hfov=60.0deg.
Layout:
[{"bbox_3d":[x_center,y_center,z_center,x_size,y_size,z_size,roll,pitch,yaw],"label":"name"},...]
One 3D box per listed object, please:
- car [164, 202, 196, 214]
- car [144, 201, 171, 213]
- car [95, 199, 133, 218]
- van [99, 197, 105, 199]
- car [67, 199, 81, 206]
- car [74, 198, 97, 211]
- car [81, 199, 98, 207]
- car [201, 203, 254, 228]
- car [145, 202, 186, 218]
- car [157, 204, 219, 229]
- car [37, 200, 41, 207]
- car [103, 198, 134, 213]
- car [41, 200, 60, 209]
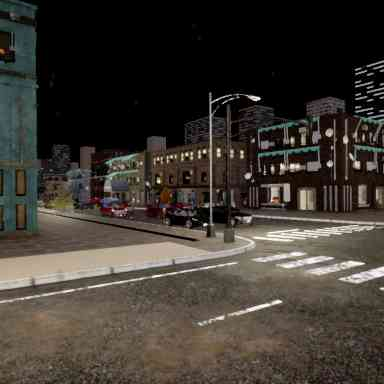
[{"bbox_3d":[-1.464,1.904,40.023,1.802,1.307,4.206,-2,0,-35],"label":"car"},{"bbox_3d":[-4.663,1.966,44.539,1.802,1.307,4.206,-1,0,-35],"label":"car"},{"bbox_3d":[-8.304,1.846,35.175,1.967,1.590,4.097,-1,0,-35],"label":"car"},{"bbox_3d":[-14.270,1.907,58.087,1.690,1.788,3.998,-1,0,-35],"label":"van"},{"bbox_3d":[-27.066,2.364,76.152,1.947,1.339,4.313,-1,0,-35],"label":"car"},{"bbox_3d":[-16.832,2.132,51.862,2.033,1.411,5.357,-1,0,-35],"label":"car"},{"bbox_3d":[-20.666,2.228,67.120,1.887,1.381,4.507,-1,0,-35],"label":"car"},{"bbox_3d":[2.451,1.735,24.506,1.812,1.442,4.674,-1,0,-37],"label":"car"},{"bbox_3d":[-2.836,1.878,31.966,1.994,1.385,4.181,-1,0,-35],"label":"car"},{"bbox_3d":[-0.377,1.815,23.783,1.947,1.339,4.313,-1,0,-35],"label":"car"},{"bbox_3d":[-30.703,2.376,66.790,2.008,1.369,4.403,-1,0,-35],"label":"car"},{"bbox_3d":[-8.749,1.783,40.311,2.097,1.767,4.553,-1,0,-35],"label":"car"},{"bbox_3d":[-24.204,2.233,57.618,1.752,1.417,4.829,-1,0,-35],"label":"car"}]
